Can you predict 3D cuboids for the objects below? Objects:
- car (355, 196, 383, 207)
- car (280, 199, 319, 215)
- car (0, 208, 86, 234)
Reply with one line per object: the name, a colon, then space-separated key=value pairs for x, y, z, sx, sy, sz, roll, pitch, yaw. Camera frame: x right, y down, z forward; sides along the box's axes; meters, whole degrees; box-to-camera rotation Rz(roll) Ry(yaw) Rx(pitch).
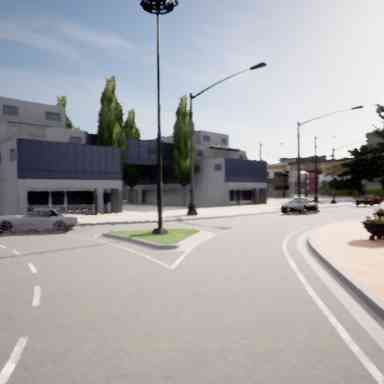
car: x=22.306 y=1.117 z=41.983 sx=4.718 sy=1.301 sz=1.895 roll=-1 pitch=0 yaw=-43
car: x=9.878 y=1.338 z=30.405 sx=4.181 sy=1.385 sz=1.994 roll=-1 pitch=0 yaw=-43
car: x=-8.738 y=1.605 z=19.145 sx=4.718 sy=1.301 sz=1.895 roll=-1 pitch=0 yaw=-5
